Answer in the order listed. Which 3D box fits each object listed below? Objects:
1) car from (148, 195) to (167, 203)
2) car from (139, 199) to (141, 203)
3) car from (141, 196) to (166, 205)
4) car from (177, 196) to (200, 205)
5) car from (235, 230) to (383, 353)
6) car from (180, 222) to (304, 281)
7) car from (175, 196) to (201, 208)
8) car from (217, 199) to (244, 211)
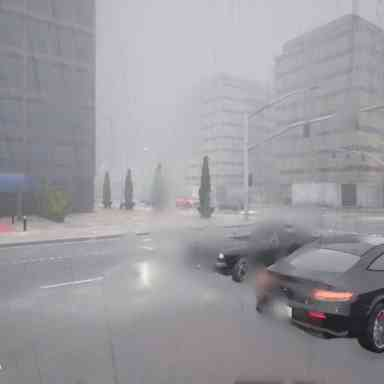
[{"bbox_3d":[-7.325,1.503,69.726,1.837,1.490,4.892,0,0,-35],"label":"car"},{"bbox_3d":[-8.767,1.564,65.750,1.994,1.385,4.181,0,0,-35],"label":"car"},{"bbox_3d":[-6.196,1.564,55.671,1.994,1.385,4.181,0,0,-35],"label":"car"},{"bbox_3d":[-0.636,1.525,60.254,1.812,1.442,4.674,0,0,-35],"label":"car"},{"bbox_3d":[3.190,1.526,6.098,4.674,1.442,1.812,0,0,-35],"label":"car"},{"bbox_3d":[2.020,1.601,9.753,4.718,1.301,1.895,0,0,-36],"label":"car"},{"bbox_3d":[-0.500,1.352,47.535,2.097,1.767,4.553,0,0,-35],"label":"car"},{"bbox_3d":[4.885,1.564,39.858,1.994,1.385,4.181,0,0,-35],"label":"car"}]
